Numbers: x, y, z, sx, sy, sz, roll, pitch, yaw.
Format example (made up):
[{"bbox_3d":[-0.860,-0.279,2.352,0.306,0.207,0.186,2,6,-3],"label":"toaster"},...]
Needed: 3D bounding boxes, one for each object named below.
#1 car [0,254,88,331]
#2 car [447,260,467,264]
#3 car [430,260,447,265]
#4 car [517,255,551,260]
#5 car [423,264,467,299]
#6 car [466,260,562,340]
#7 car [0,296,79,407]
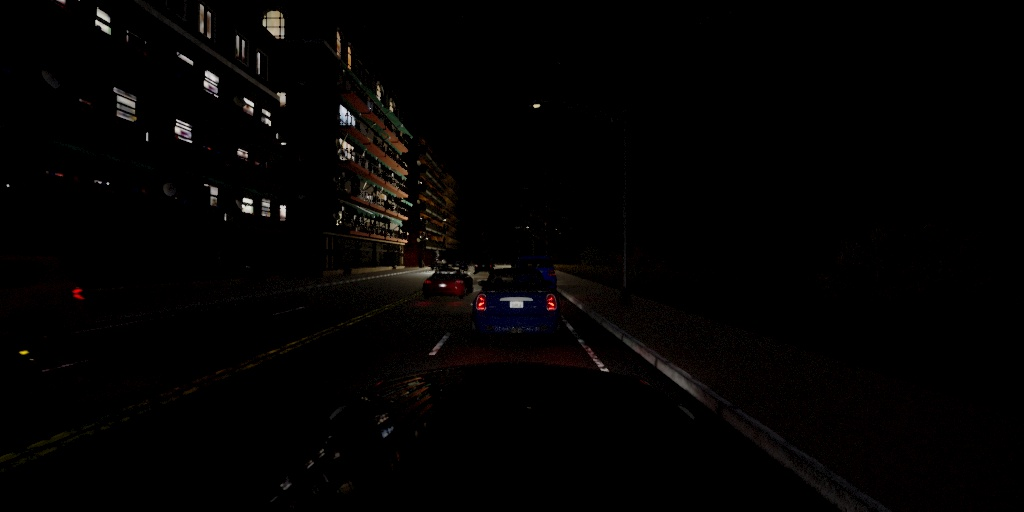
[{"bbox_3d":[-9.853,0.972,5.018,2.150,2.045,5.566,0,0,0],"label":"car"},{"bbox_3d":[-6.592,1.277,45.454,1.812,1.442,4.674,0,0,0],"label":"car"},{"bbox_3d":[-9.839,1.243,48.825,2.128,1.511,4.902,0,0,0],"label":"car"},{"bbox_3d":[1.139,0.977,19.683,2.150,2.045,5.566,0,0,0],"label":"car"},{"bbox_3d":[-3.148,1.316,18.300,1.994,1.385,4.181,0,0,0],"label":"car"},{"bbox_3d":[0.098,1.103,10.109,2.097,1.767,4.553,0,0,0],"label":"car"},{"bbox_3d":[-6.600,1.276,2.351,1.812,1.442,4.674,0,0,0],"label":"car"}]
